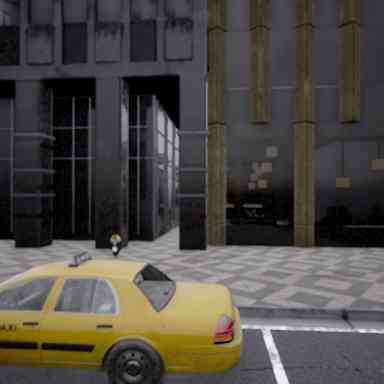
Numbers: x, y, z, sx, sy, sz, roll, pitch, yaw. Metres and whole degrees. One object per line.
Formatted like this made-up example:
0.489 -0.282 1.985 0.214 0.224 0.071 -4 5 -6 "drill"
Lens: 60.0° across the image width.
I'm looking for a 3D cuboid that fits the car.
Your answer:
-1.774 1.522 4.522 4.829 1.417 1.752 0 0 5 "car"
